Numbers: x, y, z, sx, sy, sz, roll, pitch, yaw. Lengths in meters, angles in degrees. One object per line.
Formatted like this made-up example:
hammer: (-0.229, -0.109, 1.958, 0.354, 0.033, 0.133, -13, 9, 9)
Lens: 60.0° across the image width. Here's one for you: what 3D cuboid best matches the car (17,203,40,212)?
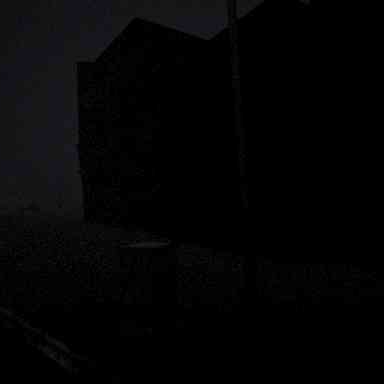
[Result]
car: (-26.911, 2.492, 55.046, 1.812, 1.442, 4.674, -4, -1, 4)
